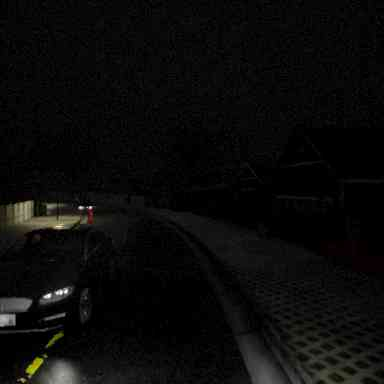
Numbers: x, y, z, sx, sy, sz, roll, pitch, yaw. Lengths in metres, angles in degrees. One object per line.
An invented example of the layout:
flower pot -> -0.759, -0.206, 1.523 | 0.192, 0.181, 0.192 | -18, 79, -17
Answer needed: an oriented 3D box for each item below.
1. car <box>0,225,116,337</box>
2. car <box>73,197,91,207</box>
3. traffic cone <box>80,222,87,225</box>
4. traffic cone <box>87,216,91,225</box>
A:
car -> -2.814, 1.517, 7.048 | 2.128, 1.511, 4.902 | 0, 0, -4
car -> -16.889, 1.485, 51.037 | 2.033, 1.411, 5.357 | 0, 0, -29
traffic cone -> -6.197, 1.988, 18.518 | 0.340, 0.580, 0.340 | 0, 0, -11
traffic cone -> -7.210, 1.976, 23.295 | 0.340, 0.580, 0.340 | 0, 0, -13
